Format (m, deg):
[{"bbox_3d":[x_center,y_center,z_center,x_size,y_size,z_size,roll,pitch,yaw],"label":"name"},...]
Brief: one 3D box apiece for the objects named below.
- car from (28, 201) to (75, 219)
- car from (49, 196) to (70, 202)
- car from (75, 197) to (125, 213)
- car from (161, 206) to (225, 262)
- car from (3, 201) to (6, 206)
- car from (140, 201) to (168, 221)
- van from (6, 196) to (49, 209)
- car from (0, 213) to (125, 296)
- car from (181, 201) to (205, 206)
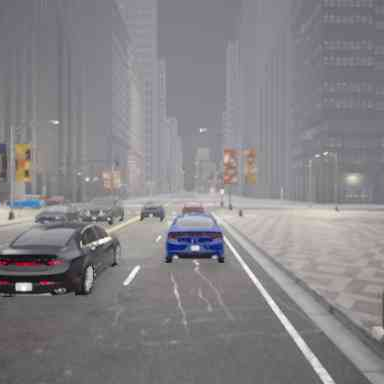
[{"bbox_3d":[-9.759,1.659,24.925,2.033,1.411,5.357,0,0,0],"label":"car"},{"bbox_3d":[-20.671,1.382,50.437,4.097,1.590,1.967,1,0,0],"label":"car"},{"bbox_3d":[-6.509,1.383,24.896,2.150,2.045,5.566,0,0,0],"label":"car"},{"bbox_3d":[0.096,1.503,12.217,1.882,1.535,5.008,0,0,0],"label":"car"},{"bbox_3d":[-26.296,1.457,50.453,4.313,1.339,1.947,1,0,0],"label":"car"},{"bbox_3d":[-3.161,1.568,27.969,1.837,1.490,4.892,0,0,0],"label":"car"},{"bbox_3d":[-20.694,1.327,41.912,3.998,1.788,1.690,1,0,0],"label":"van"},{"bbox_3d":[-3.153,1.523,8.653,1.837,1.490,4.892,0,0,0],"label":"car"},{"bbox_3d":[0.089,1.544,28.979,1.882,1.535,5.008,0,0,0],"label":"car"}]
